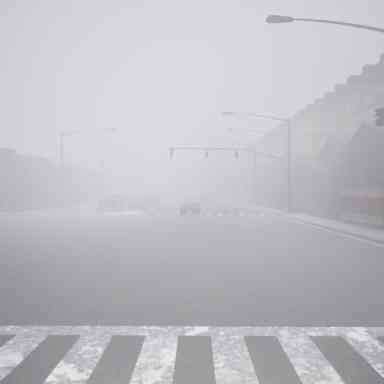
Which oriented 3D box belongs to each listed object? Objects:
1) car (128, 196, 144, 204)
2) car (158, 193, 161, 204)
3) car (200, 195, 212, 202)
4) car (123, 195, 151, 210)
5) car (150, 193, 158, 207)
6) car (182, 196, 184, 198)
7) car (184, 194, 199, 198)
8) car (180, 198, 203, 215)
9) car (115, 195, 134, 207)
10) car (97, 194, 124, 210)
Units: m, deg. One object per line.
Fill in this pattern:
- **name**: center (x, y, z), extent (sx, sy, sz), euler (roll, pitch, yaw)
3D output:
- **car**: center (-10.607, 1.492, 63.185), extent (2.128, 1.511, 4.902), euler (0, 0, 0)
- **car**: center (-7.111, 1.221, 63.310), extent (2.150, 2.045, 5.566), euler (0, 0, 0)
- **car**: center (3.399, 1.547, 73.968), extent (1.994, 1.385, 4.181), euler (0, 0, -3)
- **car**: center (-7.118, 1.491, 43.558), extent (2.128, 1.511, 4.902), euler (0, 0, 0)
- **car**: center (-7.124, 1.352, 52.503), extent (2.097, 1.767, 4.553), euler (0, 0, 0)
- **car**: center (-1.256, 1.372, 82.734), extent (1.837, 1.490, 4.892), euler (0, 0, -17)
- **car**: center (-0.086, 1.490, 72.643), extent (1.837, 1.490, 4.892), euler (0, 0, -3)
- **car**: center (-0.114, 1.601, 34.184), extent (1.895, 1.301, 4.718), euler (0, 0, 3)
- **car**: center (-10.618, 1.352, 52.839), extent (2.097, 1.767, 4.553), euler (0, 0, 0)
- **car**: center (-10.605, 1.221, 43.309), extent (2.150, 2.045, 5.566), euler (0, 0, 2)
